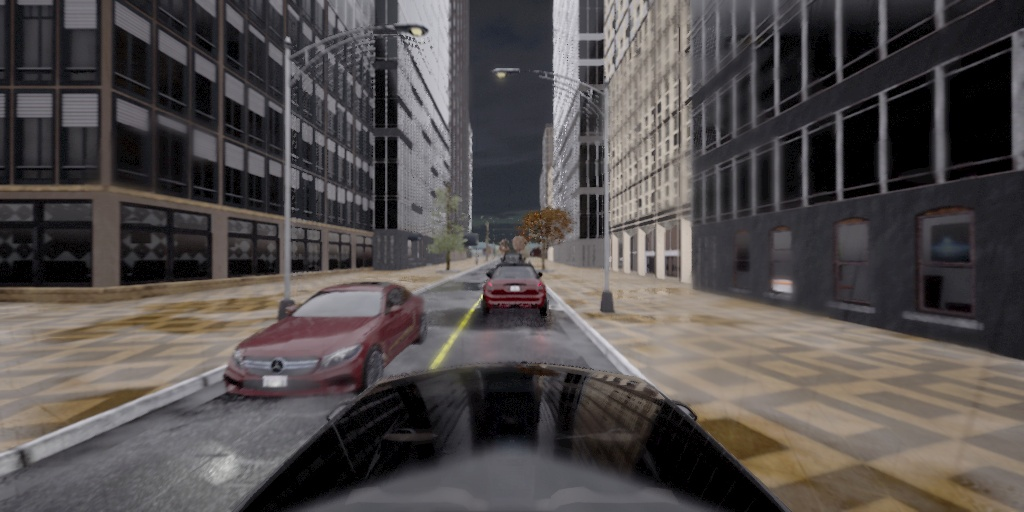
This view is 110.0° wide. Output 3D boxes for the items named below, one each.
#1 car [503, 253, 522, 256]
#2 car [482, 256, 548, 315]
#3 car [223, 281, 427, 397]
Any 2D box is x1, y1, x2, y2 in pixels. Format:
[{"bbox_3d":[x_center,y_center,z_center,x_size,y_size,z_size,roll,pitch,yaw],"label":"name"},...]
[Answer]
[{"bbox_3d":[0.084,0.722,32.664,2.150,2.045,5.566,0,0,0],"label":"car"},{"bbox_3d":[0.093,1.007,13.244,2.097,1.767,4.553,0,0,0],"label":"car"},{"bbox_3d":[-2.853,1.235,6.647,1.812,1.442,4.674,0,0,0],"label":"car"}]
